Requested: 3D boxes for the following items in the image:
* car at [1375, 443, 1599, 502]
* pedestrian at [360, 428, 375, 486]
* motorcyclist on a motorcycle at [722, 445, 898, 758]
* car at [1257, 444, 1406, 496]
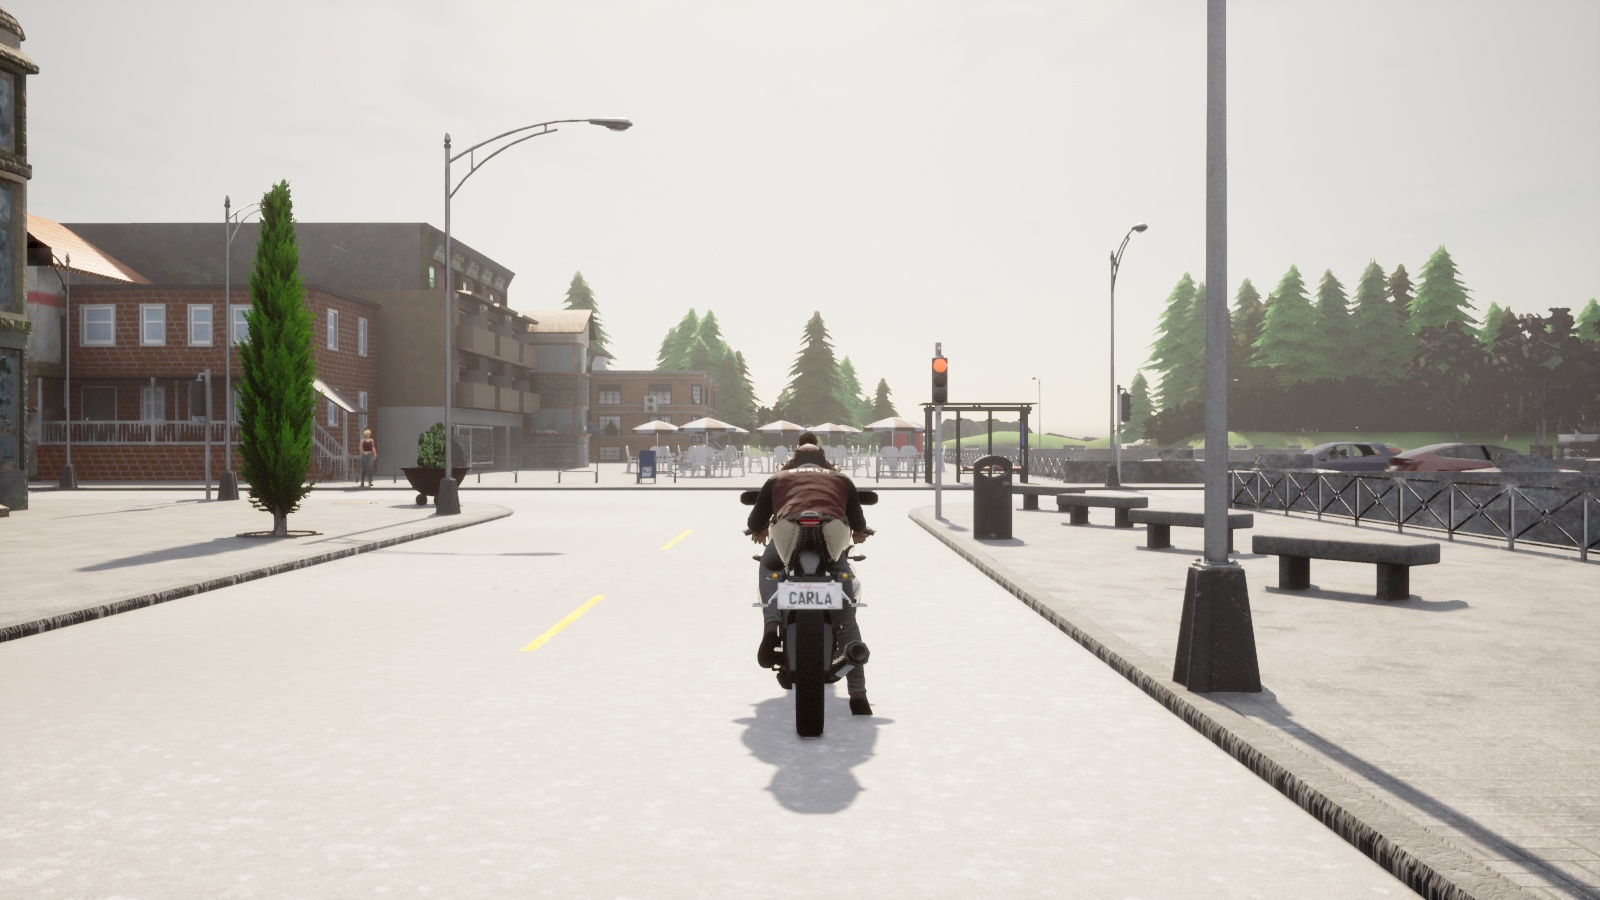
[{"bbox_3d":[18.095,0.573,33.202,4.792,1.488,2.163,0,0,1],"label":"car"},{"bbox_3d":[-13.656,0.221,39.676,0.345,1.836,0.594,0,0,-30],"label":"pedestrian"},{"bbox_3d":[0.054,0.740,7.268,0.866,1.530,2.191,0,0,0],"label":"motorcyclist on a motorcycle"},{"bbox_3d":[15.681,0.564,37.207,3.633,1.501,1.845,0,0,0],"label":"car"}]
